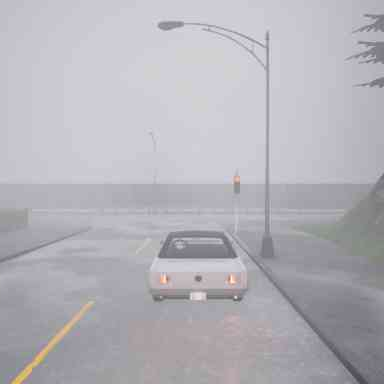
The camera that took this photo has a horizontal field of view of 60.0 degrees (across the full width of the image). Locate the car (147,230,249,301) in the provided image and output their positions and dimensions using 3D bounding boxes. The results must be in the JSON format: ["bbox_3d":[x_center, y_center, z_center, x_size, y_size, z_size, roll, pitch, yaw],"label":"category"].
[{"bbox_3d":[0.118,1.601,8.256,1.895,1.301,4.718,0,0,0],"label":"car"}]
